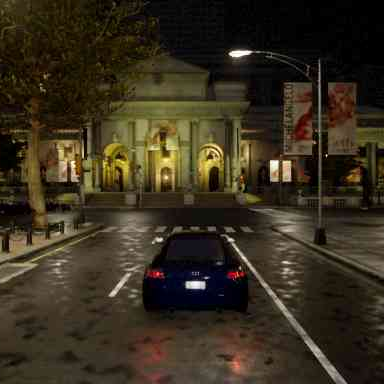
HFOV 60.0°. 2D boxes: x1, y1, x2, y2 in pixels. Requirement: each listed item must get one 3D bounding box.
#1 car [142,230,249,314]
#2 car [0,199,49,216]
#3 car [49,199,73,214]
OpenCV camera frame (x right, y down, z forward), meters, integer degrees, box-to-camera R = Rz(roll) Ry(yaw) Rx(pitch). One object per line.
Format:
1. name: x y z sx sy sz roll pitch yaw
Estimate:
1. car: 0.076 1.564 7.717 1.994 1.385 4.181 0 0 0
2. car: -16.444 1.564 31.729 4.181 1.385 1.994 0 0 0
3. car: -15.188 1.491 35.222 4.902 1.511 2.128 0 0 0
